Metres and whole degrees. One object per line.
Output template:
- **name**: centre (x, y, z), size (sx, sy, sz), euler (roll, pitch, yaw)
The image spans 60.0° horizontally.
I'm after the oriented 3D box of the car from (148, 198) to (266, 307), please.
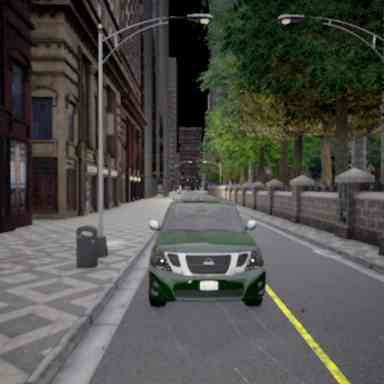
- **car**: centre (0.230, 1.201, 8.305), size (2.150, 2.045, 5.566), euler (0, 0, -1)
